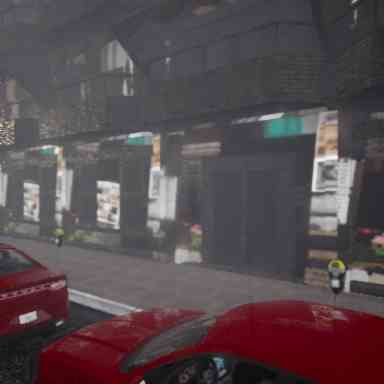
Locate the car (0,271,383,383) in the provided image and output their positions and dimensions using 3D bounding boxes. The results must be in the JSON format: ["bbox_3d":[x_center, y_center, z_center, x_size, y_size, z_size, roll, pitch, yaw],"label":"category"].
[{"bbox_3d":[0.623,1.542,2.429,4.507,1.381,1.887,0,0,36],"label":"car"}]

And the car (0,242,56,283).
[{"bbox_3d":[-3.985,1.526,5.718,4.507,1.381,1.887,0,0,36],"label":"car"}]
